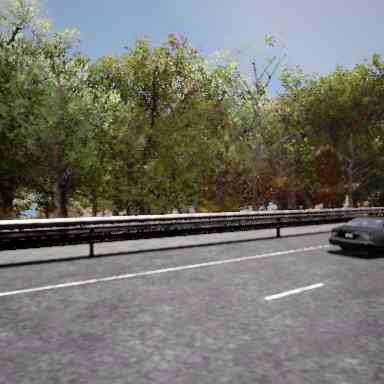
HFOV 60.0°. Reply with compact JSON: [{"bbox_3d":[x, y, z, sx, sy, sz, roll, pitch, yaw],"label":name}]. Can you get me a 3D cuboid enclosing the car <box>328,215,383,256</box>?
[{"bbox_3d":[7.868,1.691,13.840,5.357,1.411,2.033,1,0,-36],"label":"car"}]
